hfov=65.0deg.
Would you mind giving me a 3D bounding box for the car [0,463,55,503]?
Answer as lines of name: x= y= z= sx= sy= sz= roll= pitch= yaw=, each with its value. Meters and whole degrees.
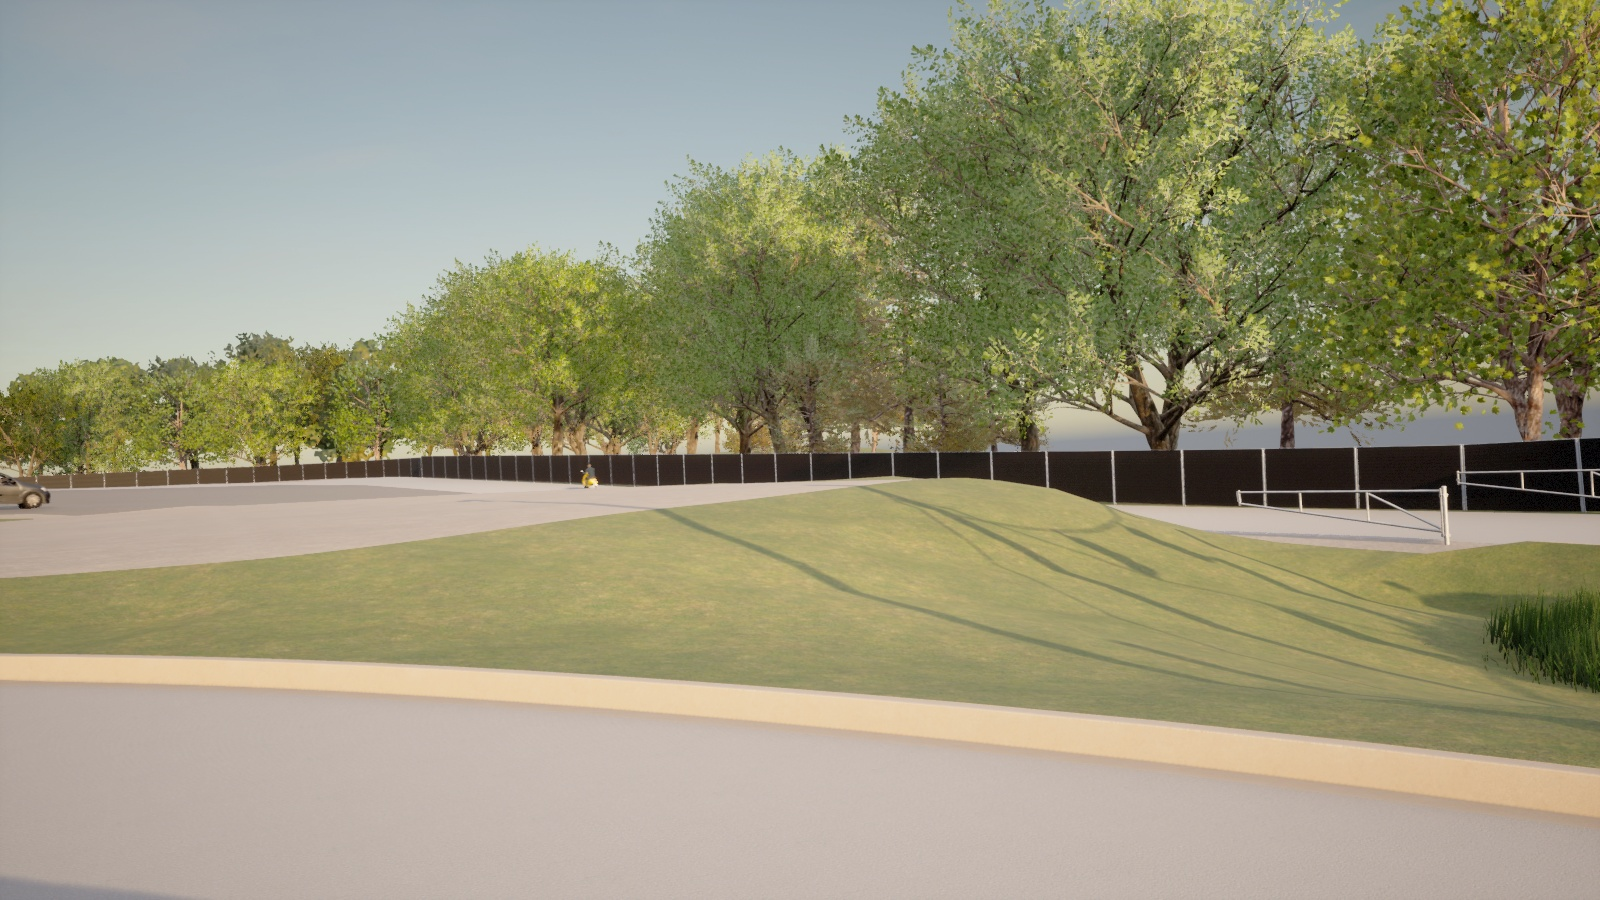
car: x=-33.004 y=1.359 z=51.446 sx=3.988 sy=1.617 sz=1.851 roll=0 pitch=-1 yaw=-40
